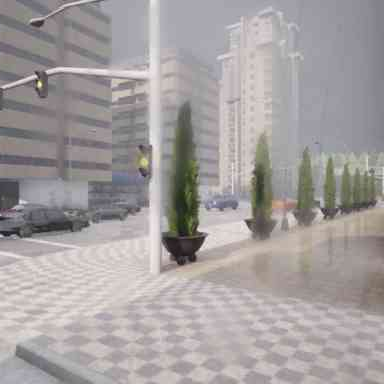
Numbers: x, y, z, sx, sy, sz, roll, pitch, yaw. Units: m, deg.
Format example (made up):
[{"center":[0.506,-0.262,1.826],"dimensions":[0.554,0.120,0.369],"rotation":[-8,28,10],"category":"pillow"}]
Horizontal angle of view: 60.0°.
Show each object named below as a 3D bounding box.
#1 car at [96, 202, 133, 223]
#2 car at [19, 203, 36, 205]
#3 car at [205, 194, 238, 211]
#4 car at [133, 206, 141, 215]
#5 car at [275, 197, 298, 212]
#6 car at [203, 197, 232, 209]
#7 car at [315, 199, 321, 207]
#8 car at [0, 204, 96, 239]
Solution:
[{"center":[-7.047,1.619,26.072],"dimensions":[1.994,1.385,4.181],"rotation":[0,0,35],"category":"car"},{"center":[-12.318,1.581,24.559],"dimensions":[1.812,1.442,4.674],"rotation":[0,0,35],"category":"car"},{"center":[3.806,1.277,41.774],"dimensions":[2.150,2.045,5.566],"rotation":[0,0,35],"category":"car"},{"center":[-7.167,1.656,32.060],"dimensions":[1.895,1.301,4.718],"rotation":[0,0,35],"category":"car"},{"center":[11.275,1.407,39.951],"dimensions":[2.097,1.767,4.553],"rotation":[0,0,35],"category":"car"},{"center":[3.720,1.560,47.781],"dimensions":[1.837,1.490,4.892],"rotation":[0,0,35],"category":"car"},{"center":[17.529,1.533,49.049],"dimensions":[1.882,1.535,5.008],"rotation":[0,0,35],"category":"car"},{"center":[-8.160,1.604,17.939],"dimensions":[2.033,1.411,5.357],"rotation":[0,0,34],"category":"car"}]
